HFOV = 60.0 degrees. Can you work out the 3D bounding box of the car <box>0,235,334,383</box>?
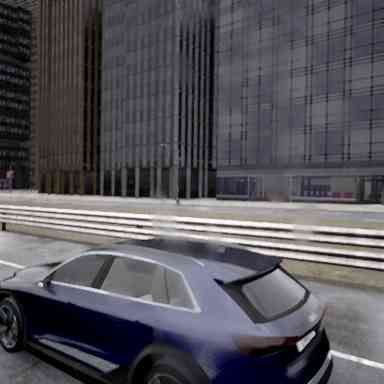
[{"bbox_3d":[-0.757,1.411,4.441,4.856,1.649,2.033,0,0,36],"label":"car"}]
